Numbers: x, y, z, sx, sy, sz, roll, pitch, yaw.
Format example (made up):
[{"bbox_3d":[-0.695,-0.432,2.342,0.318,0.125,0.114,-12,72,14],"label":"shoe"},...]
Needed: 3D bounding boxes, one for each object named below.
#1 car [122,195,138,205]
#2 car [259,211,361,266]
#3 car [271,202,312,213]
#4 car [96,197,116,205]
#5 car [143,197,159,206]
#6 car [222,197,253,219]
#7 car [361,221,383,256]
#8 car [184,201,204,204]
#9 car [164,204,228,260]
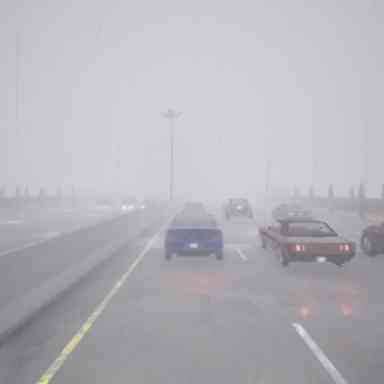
[{"bbox_3d":[-9.799,1.274,52.848,2.128,1.511,4.902,0,0,2],"label":"car"},{"bbox_3d":[3.565,1.554,11.344,1.895,1.301,4.718,0,0,0],"label":"car"},{"bbox_3d":[7.091,1.448,24.053,2.033,1.411,5.357,0,0,1],"label":"car"},{"bbox_3d":[-13.336,1.388,51.731,1.895,1.301,4.718,0,0,2],"label":"car"},{"bbox_3d":[-6.343,1.389,51.523,1.895,1.301,4.718,0,0,2],"label":"car"},{"bbox_3d":[3.669,1.238,27.468,2.097,1.767,4.553,0,0,1],"label":"car"},{"bbox_3d":[7.055,1.311,10.038,2.097,1.767,4.553,0,0,1],"label":"car"},{"bbox_3d":[0.185,1.448,28.204,1.994,1.385,4.181,0,0,1],"label":"car"},{"bbox_3d":[0.071,1.427,12.272,1.882,1.535,5.008,0,0,0],"label":"car"}]
